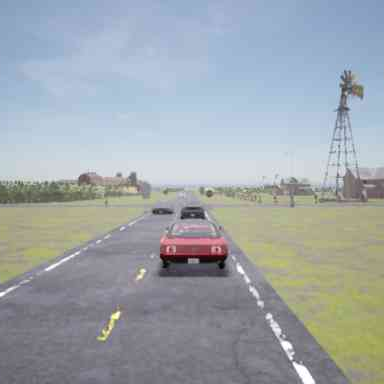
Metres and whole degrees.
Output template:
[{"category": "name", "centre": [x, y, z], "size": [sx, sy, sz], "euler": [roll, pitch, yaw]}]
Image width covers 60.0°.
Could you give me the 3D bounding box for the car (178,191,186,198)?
[{"category": "car", "centre": [-2.755, 0.783, 95.287], "size": [2.150, 2.045, 5.566], "euler": [0, 0, 0]}]

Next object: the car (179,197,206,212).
[{"category": "car", "centre": [0.062, 1.401, 26.246], "size": [1.837, 1.490, 4.892], "euler": [0, 0, 0]}]

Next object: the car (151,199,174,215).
[{"category": "car", "centre": [-2.791, 1.417, 32.670], "size": [2.033, 1.411, 5.357], "euler": [0, 0, 1]}]

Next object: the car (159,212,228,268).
[{"category": "car", "centre": [0.061, 1.559, 11.119], "size": [1.895, 1.301, 4.718], "euler": [0, 0, 0]}]
